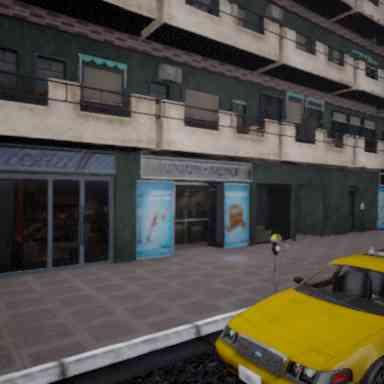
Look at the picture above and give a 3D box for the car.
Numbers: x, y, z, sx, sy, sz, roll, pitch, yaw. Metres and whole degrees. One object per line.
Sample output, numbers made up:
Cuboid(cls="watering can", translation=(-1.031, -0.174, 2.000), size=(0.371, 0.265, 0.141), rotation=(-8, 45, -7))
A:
Cuboid(cls="car", translation=(2.541, 1.516, 4.672), size=(4.829, 1.417, 1.752), rotation=(0, 0, -35))
